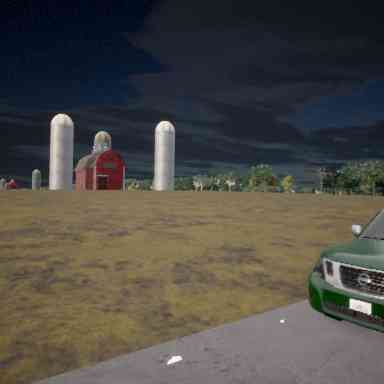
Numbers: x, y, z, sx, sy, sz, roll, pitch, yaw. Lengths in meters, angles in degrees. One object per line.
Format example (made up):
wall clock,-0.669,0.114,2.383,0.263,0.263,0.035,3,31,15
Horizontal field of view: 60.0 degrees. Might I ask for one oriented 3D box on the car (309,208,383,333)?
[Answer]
car,4.573,1.219,6.186,5.566,2.045,2.150,0,0,-35
